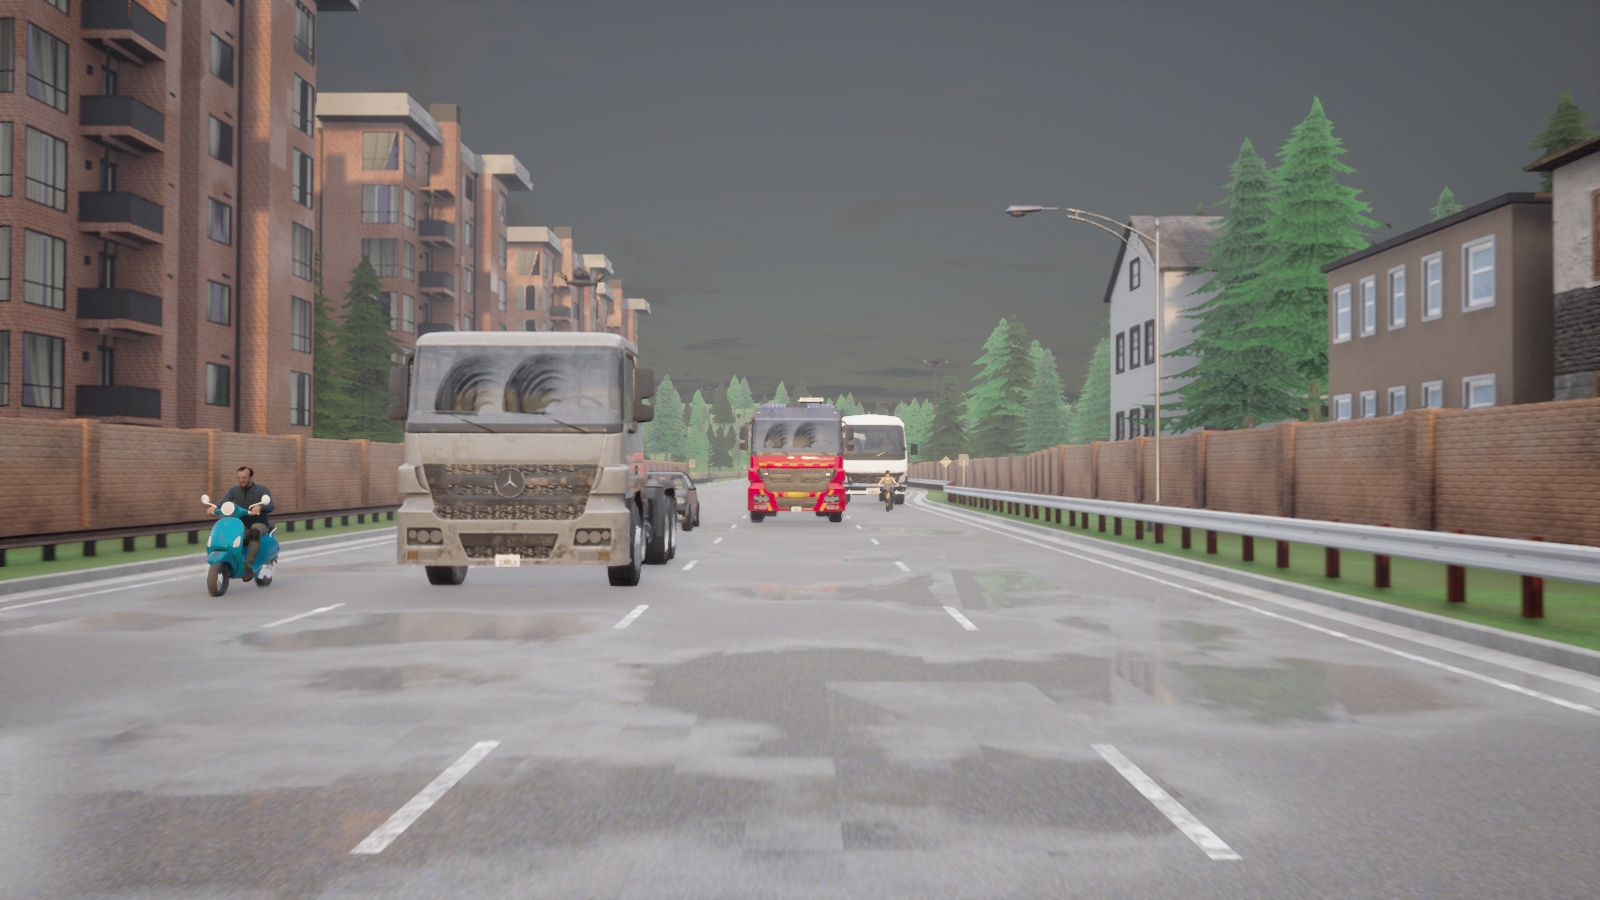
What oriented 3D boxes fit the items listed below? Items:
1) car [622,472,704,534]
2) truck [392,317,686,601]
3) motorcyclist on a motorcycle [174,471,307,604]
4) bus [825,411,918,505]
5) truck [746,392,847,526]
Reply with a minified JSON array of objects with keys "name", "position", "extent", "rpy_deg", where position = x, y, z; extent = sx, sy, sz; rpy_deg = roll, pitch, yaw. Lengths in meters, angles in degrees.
[{"name":"car","position":[-3.581,1.365,33.318],"extent":[1.789,1.549,3.705],"rpy_deg":[0,-1,0]},{"name":"truck","position":[-3.551,0.170,19.329],"extent":[2.891,3.462,7.936],"rpy_deg":[0,-1,0]},{"name":"motorcyclist on a motorcycle","position":[-7.039,1.062,15.912],"extent":[0.866,1.590,1.817],"rpy_deg":[0,-1,0]},{"name":"bus","position":[3.344,0.462,62.053],"extent":[3.944,4.253,10.273],"rpy_deg":[0,-1,0]},{"name":"truck","position":[-0.103,0.325,40.362],"extent":[2.891,3.827,8.468],"rpy_deg":[0,-1,0]}]
